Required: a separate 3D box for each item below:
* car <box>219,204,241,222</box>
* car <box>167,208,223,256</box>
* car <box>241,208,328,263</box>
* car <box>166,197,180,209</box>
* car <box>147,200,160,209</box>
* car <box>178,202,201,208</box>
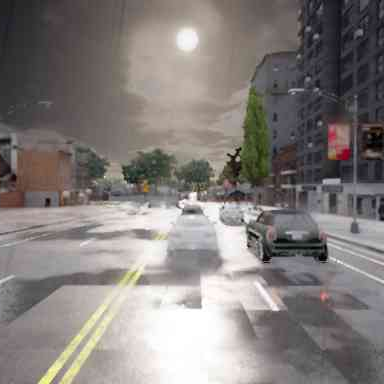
[{"bbox_3d":[3.295,1.760,28.291,1.812,1.442,4.674,0,0,1],"label":"car"},{"bbox_3d":[0.049,1.603,13.301,1.812,1.442,4.674,0,0,1],"label":"car"},{"bbox_3d":[3.291,1.422,12.452,2.097,1.767,4.553,0,0,1],"label":"car"},{"bbox_3d":[-3.317,1.838,57.653,2.150,2.045,5.566,0,-1,1],"label":"car"},{"bbox_3d":[-6.569,2.122,57.714,1.837,1.490,4.892,0,-1,0],"label":"car"},{"bbox_3d":[0.039,1.733,27.637,1.837,1.490,4.892,0,0,0],"label":"car"}]
